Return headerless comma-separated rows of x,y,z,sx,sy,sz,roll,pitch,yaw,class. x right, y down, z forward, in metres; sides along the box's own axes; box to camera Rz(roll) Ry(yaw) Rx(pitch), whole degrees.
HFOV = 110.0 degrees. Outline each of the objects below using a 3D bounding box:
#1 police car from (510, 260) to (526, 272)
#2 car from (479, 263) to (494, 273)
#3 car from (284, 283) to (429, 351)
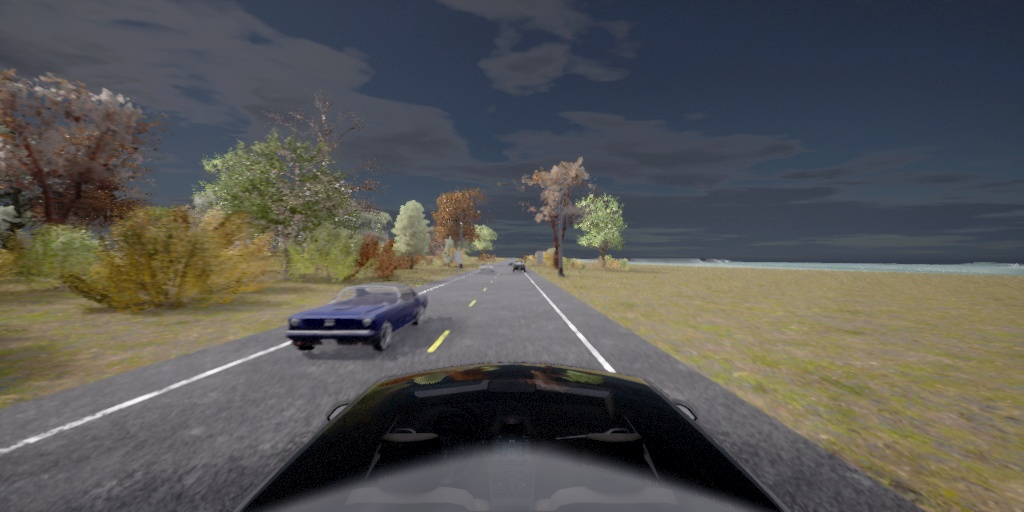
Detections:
1.056,1.524,52.692,1.930,1.638,5.238,0,0,0,police car
-3.537,1.687,50.762,1.895,1.301,4.718,0,0,1,car
-3.598,1.404,9.270,1.895,1.301,4.718,0,0,0,car
